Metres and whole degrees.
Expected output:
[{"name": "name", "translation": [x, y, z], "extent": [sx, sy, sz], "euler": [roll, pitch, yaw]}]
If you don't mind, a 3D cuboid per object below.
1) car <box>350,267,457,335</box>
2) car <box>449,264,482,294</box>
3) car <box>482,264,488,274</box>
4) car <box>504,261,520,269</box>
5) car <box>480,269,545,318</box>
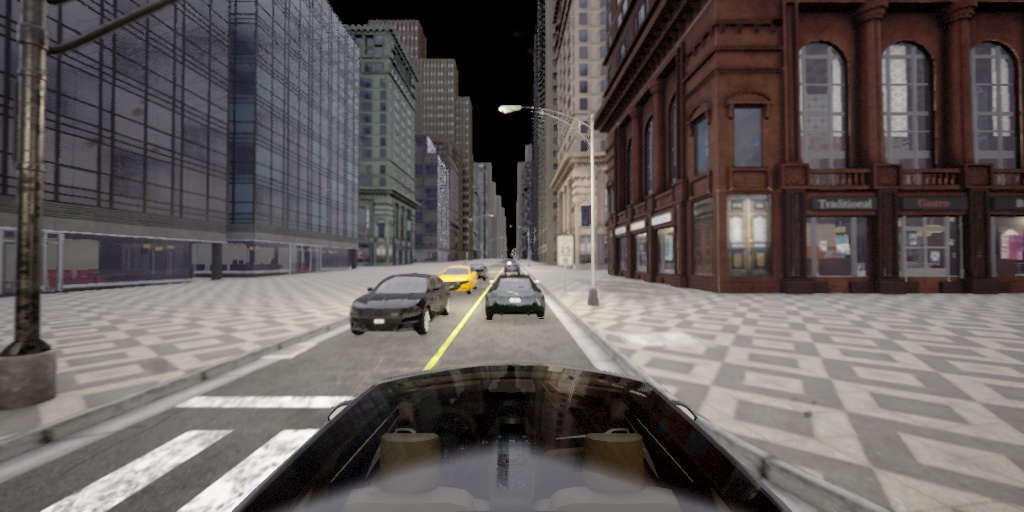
[{"name": "car", "translation": [-3.098, 1.260, 10.857], "extent": [1.882, 1.535, 5.008], "euler": [0, 0, 0]}, {"name": "car", "translation": [-3.092, 1.295, 20.882], "extent": [1.882, 1.535, 5.008], "euler": [0, 0, 0]}, {"name": "car", "translation": [-3.048, 1.398, 31.553], "extent": [2.033, 1.411, 5.357], "euler": [0, 0, 1]}, {"name": "car", "translation": [0.006, 1.366, 41.815], "extent": [2.128, 1.511, 4.902], "euler": [0, 0, 0]}, {"name": "car", "translation": [0.098, 1.350, 13.119], "extent": [1.994, 1.385, 4.181], "euler": [0, 0, 0]}]
